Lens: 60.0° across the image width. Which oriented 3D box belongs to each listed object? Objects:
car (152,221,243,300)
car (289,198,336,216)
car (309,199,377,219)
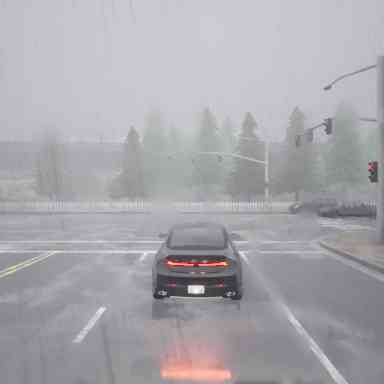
[{"bbox_3d":[0.172,1.505,8.401,1.837,1.490,4.892,0,0,2],"label":"car"},{"bbox_3d":[11.399,1.297,30.840,4.553,1.767,2.097,0,0,1],"label":"car"},{"bbox_3d":[12.846,1.492,27.338,5.357,1.411,2.033,0,0,0],"label":"car"}]
